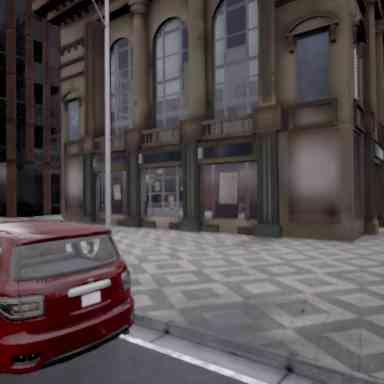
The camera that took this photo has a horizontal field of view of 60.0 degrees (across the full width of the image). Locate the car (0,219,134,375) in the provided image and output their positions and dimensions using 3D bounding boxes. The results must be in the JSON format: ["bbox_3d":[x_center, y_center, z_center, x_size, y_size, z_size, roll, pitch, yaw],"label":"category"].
[{"bbox_3d":[-3.134,1.368,5.318,5.009,1.841,2.192,-1,0,36],"label":"car"}]
